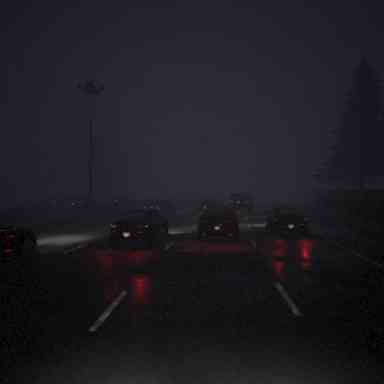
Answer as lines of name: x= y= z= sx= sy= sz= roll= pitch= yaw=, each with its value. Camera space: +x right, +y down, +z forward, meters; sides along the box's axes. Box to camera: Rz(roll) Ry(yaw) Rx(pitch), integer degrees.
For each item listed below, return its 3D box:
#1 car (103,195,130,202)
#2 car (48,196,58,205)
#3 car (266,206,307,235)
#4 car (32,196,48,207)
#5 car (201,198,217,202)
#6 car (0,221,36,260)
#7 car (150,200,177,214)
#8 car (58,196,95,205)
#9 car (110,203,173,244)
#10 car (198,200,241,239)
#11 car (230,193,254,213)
car: x=-10.209 y=1.190 z=45.168 sx=2.097 sy=1.767 sz=4.553 roll=0 pitch=0 yaw=18
car: x=-17.201 y=1.329 z=46.237 sx=1.837 sy=1.490 sz=4.892 roll=0 pitch=0 yaw=18
car: x=5.187 y=1.477 z=18.543 sx=1.812 sy=1.442 sz=4.674 roll=0 pitch=0 yaw=8
car: x=-20.498 y=1.291 z=47.422 sx=1.882 sy=1.535 sz=5.008 roll=0 pitch=0 yaw=18
car: x=2.055 y=1.393 z=36.789 sx=1.837 sy=1.490 sz=4.892 roll=0 pitch=0 yaw=16
car: x=-6.396 y=1.449 z=9.541 sx=2.128 sy=1.511 sz=4.902 roll=0 pitch=0 yaw=4
car: x=-2.986 y=1.443 z=31.544 sx=2.033 sy=1.411 sz=5.357 roll=0 pitch=0 yaw=13
car: x=-14.542 y=1.344 z=43.032 sx=1.837 sy=1.490 sz=4.892 roll=0 pitch=0 yaw=17
car: x=-2.307 y=1.473 z=15.338 sx=1.812 sy=1.442 sz=4.674 roll=0 pitch=0 yaw=7
car: x=1.443 y=1.426 z=17.093 sx=1.882 sy=1.535 sz=5.008 roll=0 pitch=0 yaw=8
car: x=5.422 y=1.118 z=35.946 sx=2.150 sy=2.045 sz=5.566 roll=0 pitch=0 yaw=16
